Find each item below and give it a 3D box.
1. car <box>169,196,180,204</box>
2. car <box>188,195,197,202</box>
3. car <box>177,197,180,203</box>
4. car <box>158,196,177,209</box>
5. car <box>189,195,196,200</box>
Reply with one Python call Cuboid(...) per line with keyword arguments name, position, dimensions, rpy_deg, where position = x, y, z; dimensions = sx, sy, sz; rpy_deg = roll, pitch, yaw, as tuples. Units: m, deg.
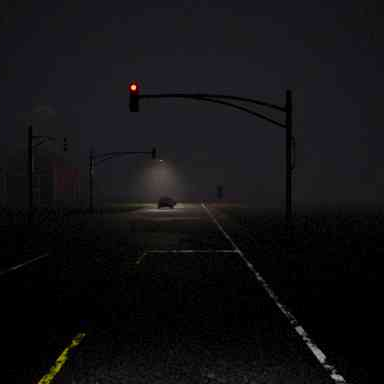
Cuboid(name="car", position=(-3.433, 1.536, 64.992), dimensions=(1.895, 1.301, 4.718), rpy_deg=(0, 0, 1))
Cuboid(name="car", position=(0.131, 1.388, 76.982), dimensions=(1.882, 1.535, 5.008), rpy_deg=(0, 0, 0))
Cuboid(name="car", position=(-3.487, 1.477, 55.064), dimensions=(1.812, 1.442, 4.674), rpy_deg=(0, 0, 1))
Cuboid(name="car", position=(-3.513, 1.443, 45.201), dimensions=(1.882, 1.535, 5.008), rpy_deg=(0, 0, 0))
Cuboid(name="car", position=(0.147, 1.440, 86.669), dimensions=(1.994, 1.385, 4.181), rpy_deg=(0, 0, 0))
